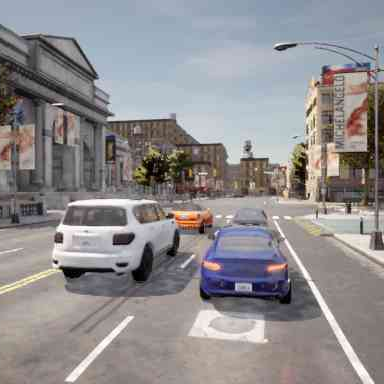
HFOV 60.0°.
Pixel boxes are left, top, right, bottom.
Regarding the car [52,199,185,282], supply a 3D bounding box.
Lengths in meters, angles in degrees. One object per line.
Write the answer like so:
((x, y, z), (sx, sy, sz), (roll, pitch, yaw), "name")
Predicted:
((-1.899, 1.221, 10.069), (2.150, 2.045, 5.566), (0, 0, 10), "car")

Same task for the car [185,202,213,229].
((-0.020, 1.352, 19.771), (2.097, 1.767, 4.553), (0, 0, 11), "car")

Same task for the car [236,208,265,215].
((3.091, 1.547, 17.537), (2.033, 1.411, 5.357), (0, 0, 11), "car")

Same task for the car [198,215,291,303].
((1.314, 1.526, 8.176), (1.812, 1.442, 4.674), (0, 0, 10), "car")
